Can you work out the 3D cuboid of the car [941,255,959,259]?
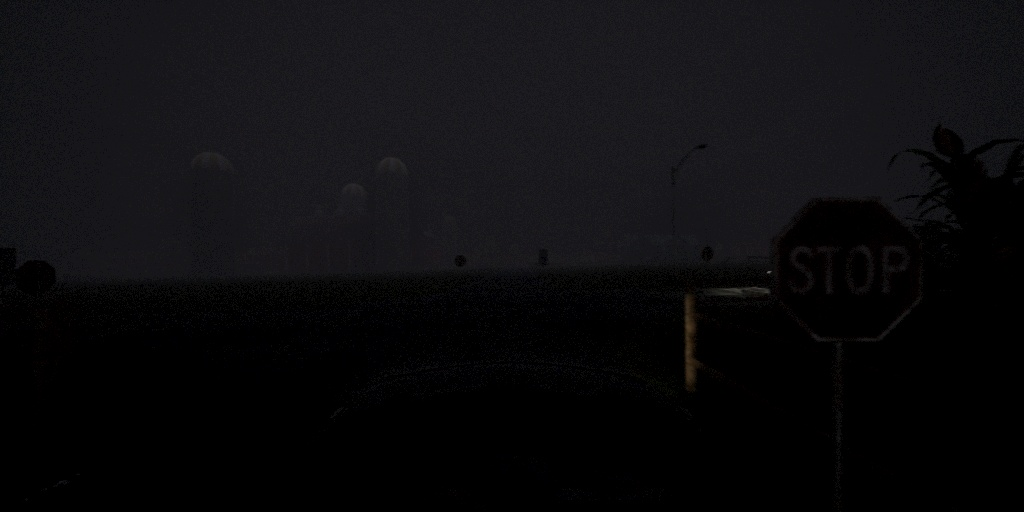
[{"bbox_3d":[26.488,0.691,21.719,4.892,1.490,1.837,-1,0,-13],"label":"car"}]

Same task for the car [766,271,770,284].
[{"bbox_3d":[16.366,0.789,19.532,4.553,1.767,2.097,-1,0,-12],"label":"car"}]

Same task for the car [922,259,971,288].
[{"bbox_3d":[19.337,0.988,17.202,4.718,1.301,1.895,-1,1,-12],"label":"car"}]
